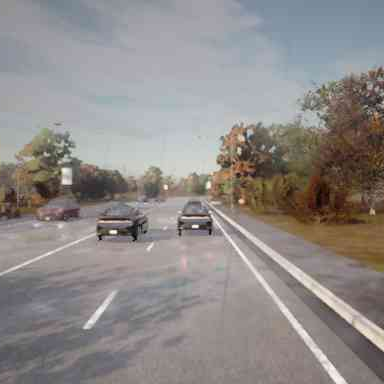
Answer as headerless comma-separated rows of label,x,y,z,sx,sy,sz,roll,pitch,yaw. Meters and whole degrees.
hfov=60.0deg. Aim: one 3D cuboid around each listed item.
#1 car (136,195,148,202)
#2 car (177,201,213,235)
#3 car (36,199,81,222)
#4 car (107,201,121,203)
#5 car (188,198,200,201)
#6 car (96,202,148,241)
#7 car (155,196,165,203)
car,-10.245,1.450,68.720,1.882,1.535,5.008,0,0,0
car,0.165,1.496,18.885,2.128,1.511,4.902,0,0,0
car,-10.502,1.351,26.445,2.097,1.767,4.553,0,0,0
car,-6.991,1.549,29.994,2.033,1.411,5.357,0,0,0
car,0.251,1.514,40.980,1.837,1.490,4.892,0,0,0
car,-3.343,1.493,16.601,2.128,1.511,4.902,0,0,0
car,-6.737,1.557,70.810,1.994,1.385,4.181,0,0,0
